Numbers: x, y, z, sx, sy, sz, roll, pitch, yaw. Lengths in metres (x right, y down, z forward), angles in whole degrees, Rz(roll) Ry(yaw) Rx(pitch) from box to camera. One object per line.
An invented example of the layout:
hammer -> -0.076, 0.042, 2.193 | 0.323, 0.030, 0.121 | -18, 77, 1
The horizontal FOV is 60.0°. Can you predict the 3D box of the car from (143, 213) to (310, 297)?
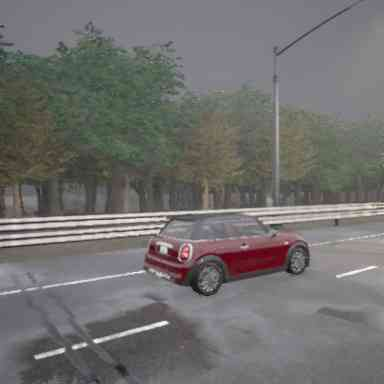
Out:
car -> 1.084, 1.339, 8.823 | 4.553, 1.767, 2.097 | 0, 0, -36
